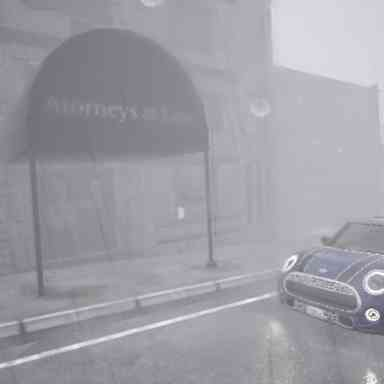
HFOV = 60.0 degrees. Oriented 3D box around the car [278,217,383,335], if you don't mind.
[{"bbox_3d":[3.822,1.325,6.652,4.553,1.767,2.097,0,0,-35],"label":"car"}]
